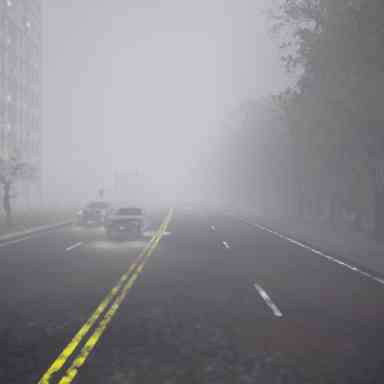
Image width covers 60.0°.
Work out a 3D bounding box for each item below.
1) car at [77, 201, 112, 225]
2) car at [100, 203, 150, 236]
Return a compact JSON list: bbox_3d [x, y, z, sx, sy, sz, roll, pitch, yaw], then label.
[{"bbox_3d":[-6.967,1.448,24.820,2.097,1.767,4.553,0,0,-2],"label":"car"},{"bbox_3d":[-3.571,1.551,19.175,1.882,1.535,5.008,0,0,-1],"label":"car"}]
